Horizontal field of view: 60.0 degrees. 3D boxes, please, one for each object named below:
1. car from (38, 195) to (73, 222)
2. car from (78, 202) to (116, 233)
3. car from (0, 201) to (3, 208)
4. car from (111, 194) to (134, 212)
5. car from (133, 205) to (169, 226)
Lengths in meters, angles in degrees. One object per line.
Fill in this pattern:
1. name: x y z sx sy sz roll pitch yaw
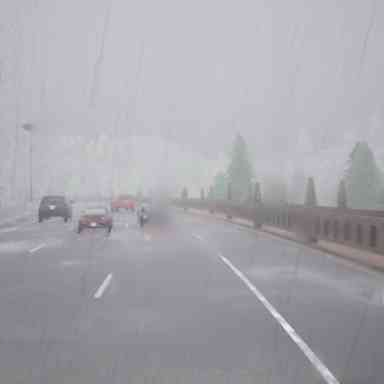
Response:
1. car: -11.104 1.297 27.231 2.150 2.045 5.566 0 0 -16
2. car: -5.707 1.564 19.982 1.812 1.442 4.674 0 0 -12
3. car: -30.540 1.765 51.474 2.128 1.511 4.902 0 0 -34
4. car: -8.616 1.318 40.855 2.150 2.045 5.566 0 0 -23
5. car: -2.888 1.634 23.525 1.895 1.301 4.718 0 0 -13
